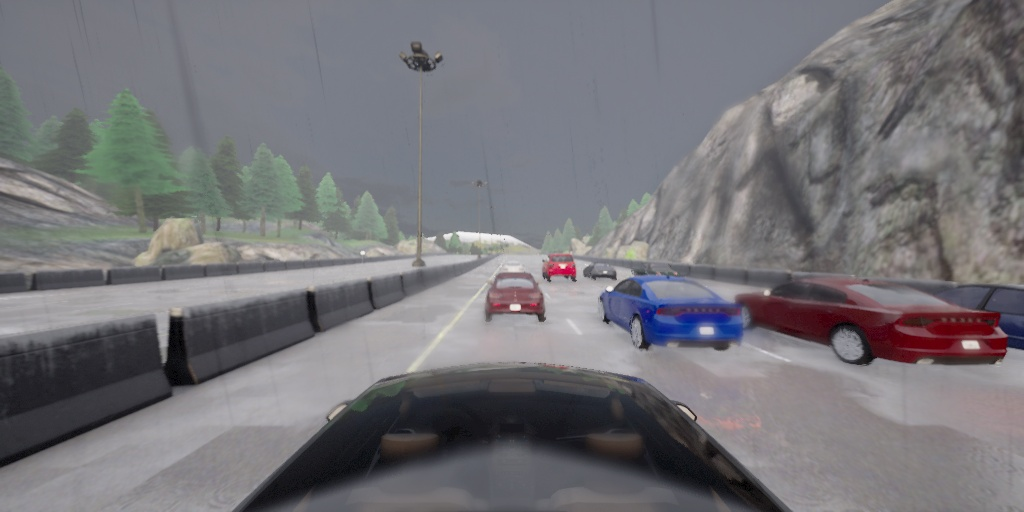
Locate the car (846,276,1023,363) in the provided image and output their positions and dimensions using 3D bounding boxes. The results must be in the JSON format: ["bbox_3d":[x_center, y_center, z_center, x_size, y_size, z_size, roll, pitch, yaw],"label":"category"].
[{"bbox_3d":[10.599,1.294,7.617,2.033,1.411,5.357,0,0,0],"label":"car"}]

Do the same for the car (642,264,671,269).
[{"bbox_3d":[10.598,1.238,26.891,1.895,1.301,4.718,0,1,0],"label":"car"}]

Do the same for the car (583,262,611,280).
[{"bbox_3d":[7.098,1.178,29.304,1.994,1.385,4.181,0,1,0],"label":"car"}]

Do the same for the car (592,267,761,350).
[{"bbox_3d":[3.599,1.219,9.101,1.882,1.535,5.008,0,0,0],"label":"car"}]

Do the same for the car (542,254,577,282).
[{"bbox_3d":[3.598,0.847,27.975,2.150,2.045,5.566,0,1,0],"label":"car"}]

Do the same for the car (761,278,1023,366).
[{"bbox_3d":[7.099,1.222,8.019,1.882,1.535,5.008,0,0,0],"label":"car"}]

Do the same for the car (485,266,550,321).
[{"bbox_3d":[0.084,1.255,12.285,1.812,1.442,4.674,0,0,0],"label":"car"}]

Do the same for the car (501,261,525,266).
[{"bbox_3d":[0.098,1.133,29.745,1.812,1.442,4.674,0,1,0],"label":"car"}]
